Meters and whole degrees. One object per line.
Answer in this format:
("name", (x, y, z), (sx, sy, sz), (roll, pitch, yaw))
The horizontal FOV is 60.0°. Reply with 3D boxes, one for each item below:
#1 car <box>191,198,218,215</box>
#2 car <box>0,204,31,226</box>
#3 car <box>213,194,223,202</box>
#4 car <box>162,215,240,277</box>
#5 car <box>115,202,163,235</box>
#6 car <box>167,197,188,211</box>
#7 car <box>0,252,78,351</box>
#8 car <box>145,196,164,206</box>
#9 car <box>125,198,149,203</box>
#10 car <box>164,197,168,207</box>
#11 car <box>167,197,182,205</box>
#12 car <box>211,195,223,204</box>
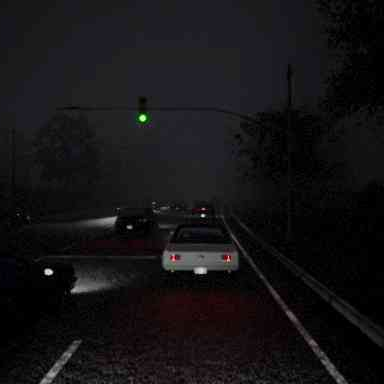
("car", (0.966, 1.503, 27.168), (1.837, 1.490, 4.892), (0, 0, 3))
("car", (-13.513, 1.487, 22.419), (4.902, 1.511, 2.128), (0, 0, -2))
("car", (5.817, 1.343, 74.141), (1.882, 1.535, 5.008), (0, 0, 9))
("car", (0.261, 1.600, 10.199), (1.895, 1.301, 4.718), (0, 0, 1))
("car", (-2.963, 1.523, 18.562), (1.812, 1.442, 4.674), (0, 0, 2))
("car", (-1.512, 1.598, 40.971), (1.895, 1.301, 4.718), (0, 0, 4))
("car", (-3.338, 1.547, 4.537), (2.033, 1.411, 5.357), (0, 0, 1))
("car", (-5.199, 1.348, 41.604), (2.097, 1.767, 4.553), (0, 0, 5))
("car", (-5.904, 1.598, 32.661), (1.895, 1.301, 4.718), (0, 0, 4))
("car", (-4.320, 1.501, 50.548), (1.837, 1.490, 4.892), (0, 0, 6))
("car", (-3.149, 1.560, 60.538), (1.994, 1.385, 4.181), (0, 0, 7))
("car", (4.410, 1.561, 64.395), (1.994, 1.385, 4.181), (0, 0, 8))
